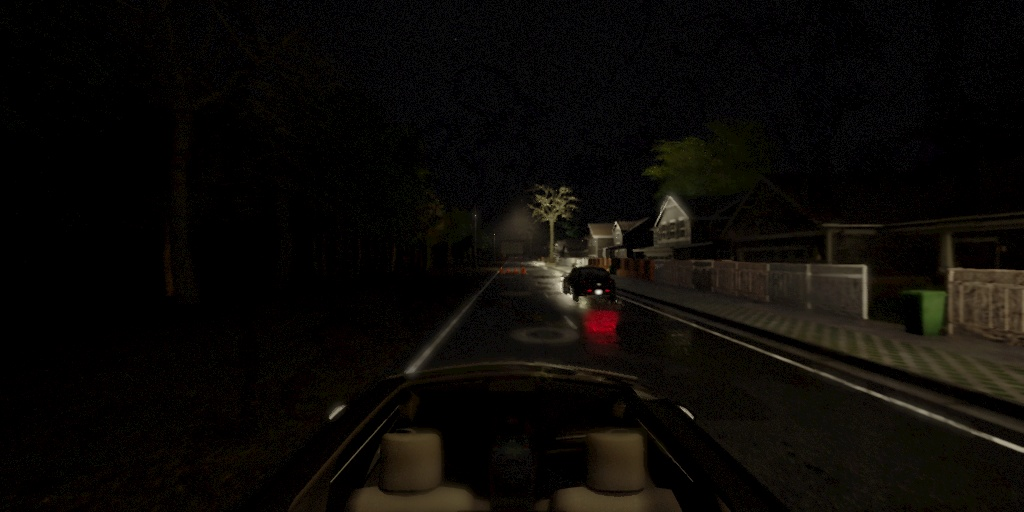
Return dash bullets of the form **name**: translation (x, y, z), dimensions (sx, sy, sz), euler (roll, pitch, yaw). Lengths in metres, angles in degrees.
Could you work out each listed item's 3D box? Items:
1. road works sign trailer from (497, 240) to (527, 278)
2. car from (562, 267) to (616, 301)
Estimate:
- **road works sign trailer**: translation (0.010, 0.230, 34.643), dimensions (2.380, 3.560, 2.880), euler (0, 0, 0)
- **car**: translation (3.605, 1.259, 17.327), dimensions (1.837, 1.490, 4.892), euler (0, 0, 0)
